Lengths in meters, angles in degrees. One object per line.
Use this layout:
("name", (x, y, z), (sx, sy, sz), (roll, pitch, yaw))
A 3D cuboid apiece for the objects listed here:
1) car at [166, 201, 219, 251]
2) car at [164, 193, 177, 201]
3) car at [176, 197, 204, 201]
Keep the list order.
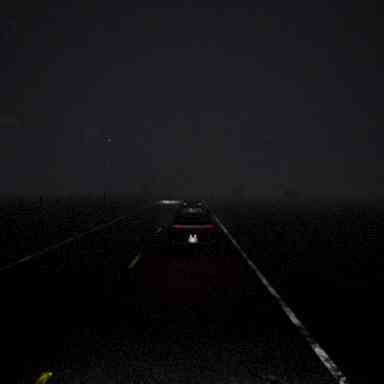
("car", (0.045, 1.321, 13.315), (2.128, 1.511, 4.902), (0, 1, 1))
("car", (-3.554, 0.830, 55.865), (1.994, 1.385, 4.181), (0, 1, 0))
("car", (0.043, 1.127, 28.309), (2.128, 1.511, 4.902), (0, 1, 1))
